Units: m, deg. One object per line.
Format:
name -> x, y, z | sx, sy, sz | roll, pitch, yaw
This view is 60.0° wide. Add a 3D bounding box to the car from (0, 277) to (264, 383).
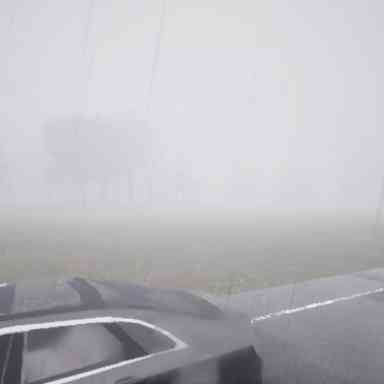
car -> -1.677, 1.540, 2.494 | 4.902, 1.511, 2.128 | 1, -1, -30
